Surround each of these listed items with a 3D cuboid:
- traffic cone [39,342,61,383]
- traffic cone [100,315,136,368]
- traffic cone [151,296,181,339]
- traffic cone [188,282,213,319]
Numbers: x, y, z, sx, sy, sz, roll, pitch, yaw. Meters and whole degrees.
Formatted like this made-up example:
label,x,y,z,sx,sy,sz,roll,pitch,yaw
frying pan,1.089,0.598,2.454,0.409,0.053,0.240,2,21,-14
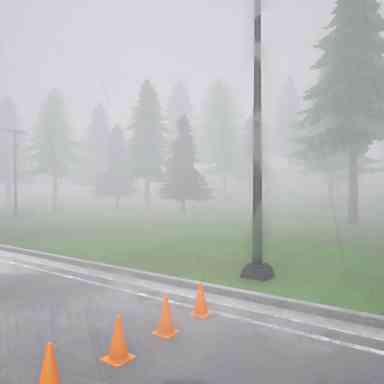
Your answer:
label,x,y,z,sx,sy,sz,roll,pitch,yaw
traffic cone,-1.569,1.955,3.663,0.340,0.580,0.340,0,0,35
traffic cone,-0.992,1.955,4.480,0.340,0.580,0.340,0,0,35
traffic cone,-0.415,1.955,5.296,0.340,0.580,0.340,0,0,35
traffic cone,0.163,1.955,6.113,0.340,0.580,0.340,0,0,35
